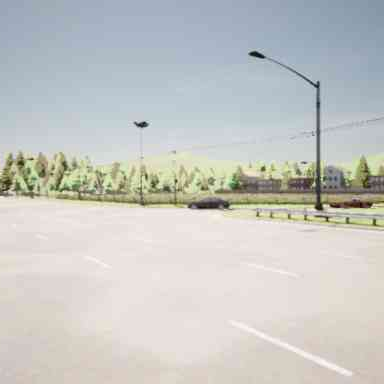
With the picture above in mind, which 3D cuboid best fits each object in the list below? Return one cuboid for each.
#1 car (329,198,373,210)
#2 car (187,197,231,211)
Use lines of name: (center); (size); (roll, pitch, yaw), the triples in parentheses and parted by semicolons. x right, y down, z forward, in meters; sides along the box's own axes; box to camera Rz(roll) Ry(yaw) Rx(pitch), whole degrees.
car: (18.549, 1.373, 38.995); (4.718, 1.301, 1.895); (0, 0, -12)
car: (1.936, 1.340, 38.236); (5.008, 1.535, 1.882); (-1, 0, 9)
